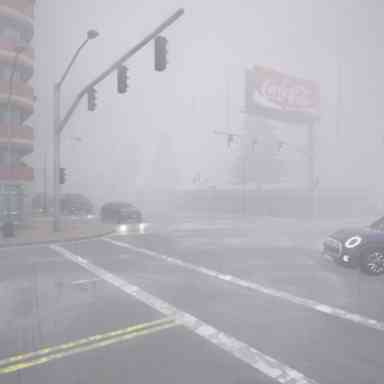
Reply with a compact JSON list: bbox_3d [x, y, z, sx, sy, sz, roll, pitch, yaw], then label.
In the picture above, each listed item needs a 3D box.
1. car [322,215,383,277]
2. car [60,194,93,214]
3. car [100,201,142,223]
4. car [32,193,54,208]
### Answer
[{"bbox_3d":[6.268,1.344,9.671,4.553,1.767,2.097,0,0,3],"label":"car"},{"bbox_3d":[-12.419,1.216,35.352,2.150,2.045,5.566,0,0,-36],"label":"car"},{"bbox_3d":[-5.590,1.497,25.871,1.837,1.490,4.892,0,0,-36],"label":"car"},{"bbox_3d":[-21.484,1.215,47.983,2.150,2.045,5.566,0,0,-36],"label":"car"}]
